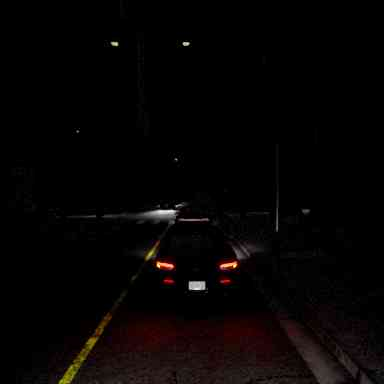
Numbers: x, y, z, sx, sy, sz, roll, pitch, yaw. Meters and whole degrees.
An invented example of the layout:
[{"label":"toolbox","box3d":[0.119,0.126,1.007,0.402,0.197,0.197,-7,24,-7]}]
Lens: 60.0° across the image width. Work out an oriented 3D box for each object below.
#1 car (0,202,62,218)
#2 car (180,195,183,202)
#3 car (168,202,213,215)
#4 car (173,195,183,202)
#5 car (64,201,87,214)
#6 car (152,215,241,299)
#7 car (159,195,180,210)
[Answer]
[{"label":"car","box3d":[-15.188,1.721,31.510,4.718,1.301,1.895,-1,0,0]},{"label":"car","box3d":[-3.096,1.540,58.289,1.994,1.385,4.181,0,0,0]},{"label":"car","box3d":[0.097,1.491,17.671,2.128,1.511,4.902,0,0,1]},{"label":"car","box3d":[-3.019,1.463,73.190,1.837,1.490,4.892,0,0,0]},{"label":"car","box3d":[-14.404,1.687,37.465,4.829,1.417,1.752,-1,0,0]},{"label":"car","box3d":[0.095,1.526,8.306,1.812,1.442,4.674,0,0,0]},{"label":"car","box3d":[-3.110,1.479,43.085,2.128,1.511,4.902,0,0,0]}]
